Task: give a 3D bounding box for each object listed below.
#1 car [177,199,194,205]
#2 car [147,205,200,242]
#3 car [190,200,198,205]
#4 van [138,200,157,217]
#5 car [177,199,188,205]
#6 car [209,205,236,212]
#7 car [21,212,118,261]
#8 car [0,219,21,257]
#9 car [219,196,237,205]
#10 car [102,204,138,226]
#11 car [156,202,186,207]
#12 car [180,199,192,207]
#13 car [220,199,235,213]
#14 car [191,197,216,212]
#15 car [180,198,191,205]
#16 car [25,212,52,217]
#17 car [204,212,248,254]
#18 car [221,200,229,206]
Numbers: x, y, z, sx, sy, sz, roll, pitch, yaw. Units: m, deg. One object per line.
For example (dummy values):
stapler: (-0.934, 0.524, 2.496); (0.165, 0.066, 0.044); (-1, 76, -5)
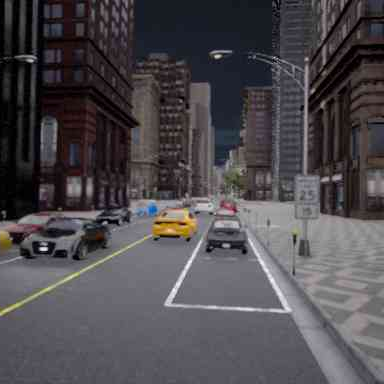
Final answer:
car: (-1.718, 2.541, 86.947); (4.403, 1.369, 2.008); (1, 0, -3)
car: (-0.827, 1.737, 18.355); (1.882, 1.535, 5.008); (1, -1, 6)
car: (0.586, 2.841, 92.671); (1.802, 1.307, 4.206); (1, -1, 6)
van: (-4.918, 1.769, 36.515); (1.690, 1.788, 3.998); (1, -1, 6)
car: (-2.338, 2.426, 62.886); (1.802, 1.307, 4.206); (1, -1, 6)
car: (2.552, 1.965, 25.396); (1.887, 1.381, 4.507); (1, -1, 6)
car: (-4.587, 1.677, 12.681); (1.994, 1.385, 4.181); (1, -1, 6)
car: (-7.524, 1.547, 9.970); (1.752, 1.417, 4.829); (1, -1, 6)
car: (4.674, 1.932, 43.465); (2.150, 2.045, 5.566); (1, -1, 6)
car: (-5.957, 1.828, 25.962); (1.947, 1.339, 4.313); (1, -1, 6)
car: (-2.232, 2.080, 36.389); (1.895, 1.301, 4.718); (1, -1, 6)
car: (-1.299, 2.442, 73.438); (1.967, 1.590, 4.097); (1, -1, 6)
car: (5.356, 2.049, 50.430); (2.150, 2.045, 5.566); (1, -1, 6)
car: (1.570, 1.867, 42.952); (2.150, 2.045, 5.566); (1, 0, 6)
car: (-1.815, 2.240, 68.164); (2.192, 1.841, 5.009); (1, -1, 6)
car: (-6.991, 1.647, 15.414); (1.887, 1.381, 4.507); (1, -1, 6)
car: (1.499, 1.807, 14.650); (2.008, 1.369, 4.403); (1, -1, 6)
car: (9.069, 2.978, 91.831); (1.947, 1.339, 4.313); (1, -1, 6)
